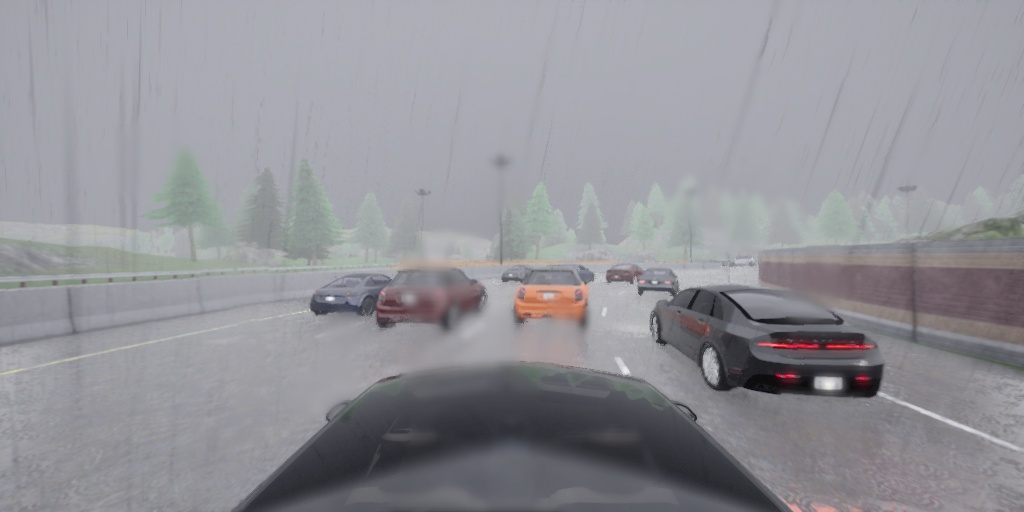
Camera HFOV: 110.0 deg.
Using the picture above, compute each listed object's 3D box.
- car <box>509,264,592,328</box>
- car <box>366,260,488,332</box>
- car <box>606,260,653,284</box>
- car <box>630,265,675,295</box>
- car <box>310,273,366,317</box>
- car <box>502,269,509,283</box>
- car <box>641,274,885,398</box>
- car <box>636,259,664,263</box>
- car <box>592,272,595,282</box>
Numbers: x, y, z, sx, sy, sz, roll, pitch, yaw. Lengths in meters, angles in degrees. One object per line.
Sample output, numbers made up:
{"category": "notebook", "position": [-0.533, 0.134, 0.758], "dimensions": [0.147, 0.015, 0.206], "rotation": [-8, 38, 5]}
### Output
{"category": "car", "position": [1.490, 1.133, 11.901], "dimensions": [2.097, 1.767, 4.553], "rotation": [0, 0, 12]}
{"category": "car", "position": [-2.234, 1.123, 11.246], "dimensions": [2.097, 1.767, 4.553], "rotation": [0, 0, 11]}
{"category": "car", "position": [8.809, 1.314, 27.201], "dimensions": [1.882, 1.535, 5.008], "rotation": [-1, 0, 36]}
{"category": "car", "position": [8.235, 1.366, 20.015], "dimensions": [2.033, 1.411, 5.357], "rotation": [0, 0, 27]}
{"category": "car", "position": [-5.341, 1.335, 13.380], "dimensions": [1.994, 1.385, 4.181], "rotation": [0, 0, 13]}
{"category": "car", "position": [0.964, 1.385, 28.080], "dimensions": [1.994, 1.385, 4.181], "rotation": [0, 0, 32]}
{"category": "car", "position": [4.039, 1.279, 6.688], "dimensions": [1.837, 1.490, 4.892], "rotation": [0, 0, 6]}
{"category": "car", "position": [22.779, 1.365, 57.899], "dimensions": [4.181, 1.385, 1.994], "rotation": [-1, 0, -19]}
{"category": "car", "position": [4.812, 1.353, 27.638], "dimensions": [1.812, 1.442, 4.674], "rotation": [0, 0, 34]}
